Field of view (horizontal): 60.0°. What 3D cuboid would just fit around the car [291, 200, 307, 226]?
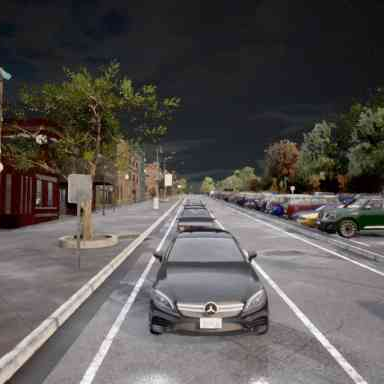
[{"bbox_3d":[9.074,1.466,19.866,5.366,1.575,1.946,0,0,0],"label":"car"}]

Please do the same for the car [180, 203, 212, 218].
[{"bbox_3d":[0.192,1.532,17.436,2.033,1.411,5.357,0,0,0],"label":"car"}]

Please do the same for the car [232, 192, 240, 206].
[{"bbox_3d":[9.031,1.113,47.905,5.566,2.045,2.435,0,1,0],"label":"car"}]

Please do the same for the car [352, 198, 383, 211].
[{"bbox_3d":[22.222,1.452,40.238,4.792,1.488,2.163,0,0,0],"label":"car"}]

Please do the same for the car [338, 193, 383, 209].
[{"bbox_3d":[22.145,1.153,43.011,5.566,2.045,2.435,0,0,0],"label":"car"}]

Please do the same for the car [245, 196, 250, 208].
[{"bbox_3d":[9.116,1.466,39.496,4.674,1.452,2.002,0,0,0],"label":"car"}]

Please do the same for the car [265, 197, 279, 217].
[{"bbox_3d":[9.194,1.460,28.276,5.008,1.535,2.097,0,0,0],"label":"car"}]

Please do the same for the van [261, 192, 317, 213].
[{"bbox_3d":[9.062,1.230,31.082,4.442,1.987,1.878,0,0,0],"label":"van"}]

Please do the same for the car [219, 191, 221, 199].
[{"bbox_3d":[8.891,0.938,67.528,5.566,2.045,2.435,0,1,0],"label":"car"}]

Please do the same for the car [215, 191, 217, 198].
[{"bbox_3d":[8.814,1.065,81.545,5.008,1.535,2.097,0,1,0],"label":"car"}]

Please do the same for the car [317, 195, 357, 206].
[{"bbox_3d":[22.301,1.332,51.341,5.366,1.575,1.946,0,1,0],"label":"car"}]

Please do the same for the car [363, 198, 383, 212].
[{"bbox_3d":[22.184,1.469,37.455,4.792,1.488,2.163,0,0,0],"label":"car"}]

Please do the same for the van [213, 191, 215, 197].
[{"bbox_3d":[8.642,0.764,89.952,4.442,1.987,1.878,0,1,0],"label":"van"}]

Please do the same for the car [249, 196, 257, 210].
[{"bbox_3d":[9.168,1.470,36.689,4.792,1.488,2.163,0,0,0],"label":"car"}]

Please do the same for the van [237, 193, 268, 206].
[{"bbox_3d":[9.156,1.114,50.710,4.442,1.987,1.878,0,1,0],"label":"van"}]

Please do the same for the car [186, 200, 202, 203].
[{"bbox_3d":[0.218,1.442,29.884,2.128,1.511,4.902,0,0,0],"label":"car"}]

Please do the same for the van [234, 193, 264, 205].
[{"bbox_3d":[9.136,1.089,53.513,4.442,1.987,1.878,0,1,0],"label":"van"}]

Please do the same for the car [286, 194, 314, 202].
[{"bbox_3d":[22.001,1.188,67.995,4.892,1.521,2.231,0,1,0],"label":"car"}]

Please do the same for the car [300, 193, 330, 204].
[{"bbox_3d":[22.086,1.136,59.668,4.553,1.767,2.185,0,1,0],"label":"car"}]

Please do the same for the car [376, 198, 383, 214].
[{"bbox_3d":[22.418,1.444,34.684,5.366,1.575,1.946,0,0,0],"label":"car"}]

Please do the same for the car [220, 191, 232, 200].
[{"bbox_3d":[8.910,0.963,64.725,5.566,2.045,2.435,0,1,0],"label":"car"}]

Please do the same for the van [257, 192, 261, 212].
[{"bbox_3d":[9.276,1.222,33.886,4.442,1.987,1.878,0,0,0],"label":"van"}]

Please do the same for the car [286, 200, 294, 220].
[{"bbox_3d":[9.242,1.506,22.670,4.674,1.452,2.002,0,0,0],"label":"car"}]

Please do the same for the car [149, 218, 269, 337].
[{"bbox_3d":[0.252,1.524,6.857,1.812,1.442,4.674,0,0,0],"label":"car"}]

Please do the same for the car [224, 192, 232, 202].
[{"bbox_3d":[8.956,1.280,61.924,4.674,1.452,2.002,0,1,0],"label":"car"}]

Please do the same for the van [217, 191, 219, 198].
[{"bbox_3d":[8.722,0.864,78.740,4.442,1.987,1.878,0,1,0],"label":"van"}]

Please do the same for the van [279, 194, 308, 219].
[{"bbox_3d":[9.336,1.237,25.474,4.442,1.987,1.878,0,0,0],"label":"van"}]

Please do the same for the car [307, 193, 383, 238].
[{"bbox_3d":[9.251,1.221,17.063,5.566,2.045,2.435,0,0,0],"label":"car"}]

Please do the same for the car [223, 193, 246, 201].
[{"bbox_3d":[8.868,1.039,70.332,4.553,1.767,2.185,0,1,0],"label":"car"}]

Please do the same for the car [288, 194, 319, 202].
[{"bbox_3d":[21.830,1.209,65.217,5.366,1.575,1.946,0,0,0],"label":"car"}]

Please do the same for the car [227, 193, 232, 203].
[{"bbox_3d":[8.993,1.290,56.318,4.892,1.521,2.231,0,1,0],"label":"car"}]

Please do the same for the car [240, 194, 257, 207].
[{"bbox_3d":[9.105,1.409,42.299,4.892,1.521,2.231,0,0,0],"label":"car"}]

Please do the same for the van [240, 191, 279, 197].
[{"bbox_3d":[9.196,1.163,45.106,4.442,1.987,1.878,0,0,0],"label":"van"}]
